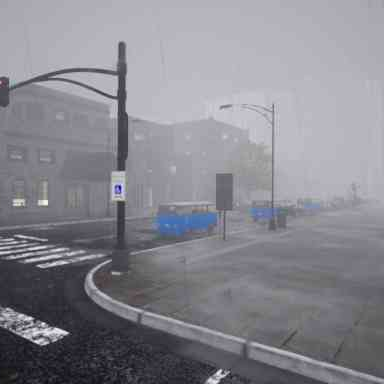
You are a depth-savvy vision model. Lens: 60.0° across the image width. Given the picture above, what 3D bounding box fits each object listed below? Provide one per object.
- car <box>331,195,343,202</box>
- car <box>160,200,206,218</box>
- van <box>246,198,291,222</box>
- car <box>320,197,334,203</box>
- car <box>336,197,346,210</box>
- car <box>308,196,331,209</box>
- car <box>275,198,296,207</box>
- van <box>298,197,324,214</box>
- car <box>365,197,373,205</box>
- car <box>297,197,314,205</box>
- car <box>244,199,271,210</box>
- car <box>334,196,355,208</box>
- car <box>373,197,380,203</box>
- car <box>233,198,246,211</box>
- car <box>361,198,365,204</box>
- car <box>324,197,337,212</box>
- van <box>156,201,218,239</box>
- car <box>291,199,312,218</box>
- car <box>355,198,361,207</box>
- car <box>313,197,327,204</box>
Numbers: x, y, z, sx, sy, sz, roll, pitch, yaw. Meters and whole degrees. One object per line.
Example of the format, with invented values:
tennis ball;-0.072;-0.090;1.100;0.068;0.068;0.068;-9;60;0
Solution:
car;37.478;1.711;85.753;1.967;1.590;4.097;0;0;35
car;-0.728;1.558;31.408;1.752;1.417;4.829;0;0;35
van;6.216;1.436;26.713;1.690;1.788;3.998;0;0;35
car;31.126;1.791;76.719;1.947;1.339;4.313;0;0;35
car;18.917;1.729;44.781;1.947;1.339;4.313;0;0;35
car;18.823;1.508;49.144;2.097;1.767;4.553;1;0;35
car;15.248;1.665;54.133;1.887;1.381;4.507;0;0;35
van;12.567;1.468;35.747;1.690;1.788;3.998;0;0;35
car;34.796;1.809;67.368;1.887;1.381;4.507;0;0;35
car;21.600;1.705;63.167;1.887;1.381;4.507;0;0;35
car;8.897;1.628;45.100;1.887;1.381;4.507;0;0;35
car;22.095;1.497;49.300;2.192;1.841;5.009;0;0;35
car;44.324;1.899;80.919;1.947;1.339;4.313;0;0;35
car;5.722;1.506;40.583;1.967;1.590;4.097;0;0;35
car;28.543;1.747;58.473;1.752;1.417;4.829;0;0;35
car;15.840;1.671;40.404;1.752;1.417;4.829;0;0;35
van;-0.136;1.406;17.679;1.690;1.788;3.998;0;0;35
car;9.390;1.655;31.230;1.887;1.381;4.507;0;0;35
car;25.271;1.516;53.817;2.192;1.841;5.009;0;0;35
car;27.853;1.728;72.062;1.752;1.417;4.829;0;0;35
